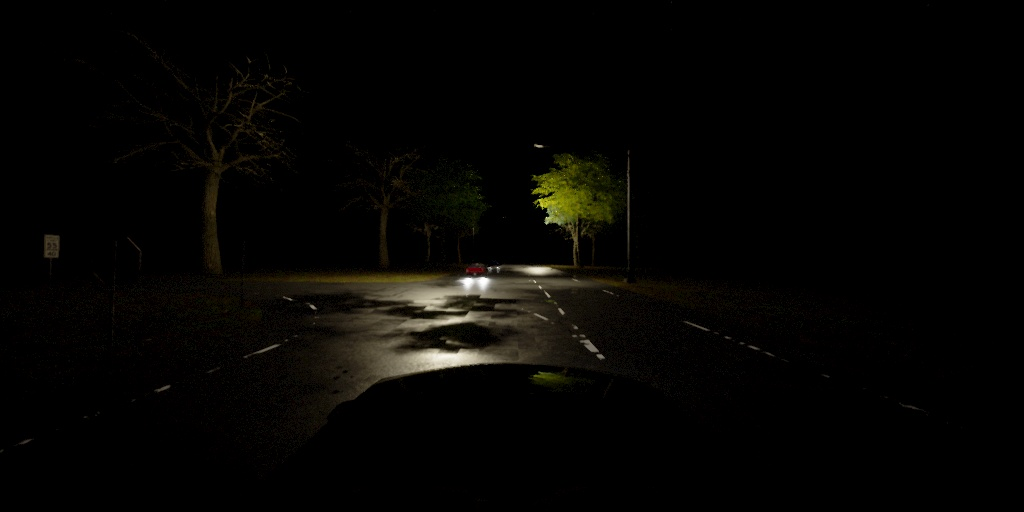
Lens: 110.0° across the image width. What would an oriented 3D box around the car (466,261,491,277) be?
[{"bbox_3d":[-3.459,1.405,35.715,1.895,1.301,4.718,0,0,0],"label":"car"}]
